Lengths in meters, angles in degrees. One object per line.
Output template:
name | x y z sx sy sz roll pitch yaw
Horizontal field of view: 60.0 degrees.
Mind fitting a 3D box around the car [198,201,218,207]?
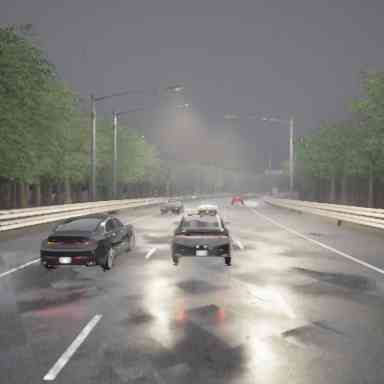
car | 1.661 1.599 33.949 1.895 1.301 4.718 0 0 5

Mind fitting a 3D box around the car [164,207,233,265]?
car | 0.341 1.491 11.712 2.128 1.511 4.902 0 0 2

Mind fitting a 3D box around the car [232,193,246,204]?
car | 8.654 1.208 62.739 2.150 2.045 5.566 0 0 9

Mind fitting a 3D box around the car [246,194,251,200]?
car | 14.394 1.470 91.510 1.837 1.490 4.892 0 0 14

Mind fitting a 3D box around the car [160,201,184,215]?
car | -1.880 1.595 33.626 1.895 1.301 4.718 0 0 5

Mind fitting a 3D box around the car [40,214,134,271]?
car | -3.186 1.501 10.951 1.837 1.490 4.892 0 0 2
